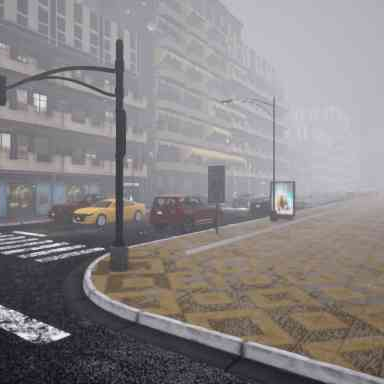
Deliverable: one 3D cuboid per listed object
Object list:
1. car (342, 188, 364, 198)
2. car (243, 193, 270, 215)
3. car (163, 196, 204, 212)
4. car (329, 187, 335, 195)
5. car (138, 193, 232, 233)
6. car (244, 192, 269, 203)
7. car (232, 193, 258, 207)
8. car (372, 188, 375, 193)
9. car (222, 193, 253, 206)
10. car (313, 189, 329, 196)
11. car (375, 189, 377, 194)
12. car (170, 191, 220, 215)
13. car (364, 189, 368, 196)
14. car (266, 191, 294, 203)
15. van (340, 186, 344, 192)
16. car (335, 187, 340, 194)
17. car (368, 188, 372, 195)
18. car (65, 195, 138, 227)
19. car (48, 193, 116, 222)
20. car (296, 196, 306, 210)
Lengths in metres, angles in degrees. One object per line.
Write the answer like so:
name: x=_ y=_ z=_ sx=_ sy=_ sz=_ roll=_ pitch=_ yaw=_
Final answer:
car: x=28.403 y=0.308 z=58.668 sx=1.887 sy=1.381 sz=4.507 roll=1 pitch=2 yaw=35
car: x=6.178 y=1.069 z=26.827 sx=1.947 sy=1.339 sz=4.313 roll=1 pitch=2 yaw=35
car: x=-0.730 y=1.069 z=31.572 sx=1.802 sy=1.307 sz=4.206 roll=2 pitch=2 yaw=35
car: x=31.012 y=-0.027 z=77.048 sx=1.887 sy=1.381 sz=4.507 roll=2 pitch=2 yaw=35
car: x=-0.170 y=1.026 z=17.724 sx=2.192 sy=1.841 sz=5.009 roll=1 pitch=2 yaw=35
car: x=8.792 y=0.754 z=45.214 sx=1.802 sy=1.307 sz=4.206 roll=2 pitch=2 yaw=35
car: x=6.080 y=0.842 z=36.812 sx=1.837 sy=1.490 sz=4.892 roll=0 pitch=1 yaw=35
car: x=37.928 y=-0.012 z=72.314 sx=1.887 sy=1.381 sz=4.507 roll=1 pitch=2 yaw=35
car: x=5.619 y=0.828 z=40.667 sx=2.008 sy=1.369 sz=4.403 roll=2 pitch=2 yaw=35
car: x=27.838 y=-0.025 z=72.497 sx=1.967 sy=1.590 sz=4.097 roll=2 pitch=2 yaw=35
car: x=44.277 y=-0.221 z=81.411 sx=2.008 sy=1.369 sz=4.403 roll=1 pitch=2 yaw=35
car: x=0.340 y=0.878 z=28.601 sx=2.097 sy=1.767 sz=4.553 roll=0 pitch=1 yaw=35
car: x=31.578 y=0.098 z=63.213 sx=1.967 sy=1.590 sz=4.097 roll=1 pitch=2 yaw=35
car: x=12.084 y=0.631 z=45.338 sx=2.128 sy=1.511 sz=4.902 roll=0 pitch=1 yaw=35
van: x=37.362 y=-0.446 z=86.137 sx=1.690 sy=1.788 sz=3.998 roll=2 pitch=2 yaw=35
car: x=34.187 y=-0.240 z=81.593 sx=1.967 sy=1.590 sz=4.097 roll=2 pitch=2 yaw=35
car: x=34.753 y=0.095 z=67.765 sx=1.887 sy=1.381 sz=4.507 roll=1 pitch=2 yaw=35
car: x=-5.045 y=1.180 z=20.880 sx=1.882 sy=1.535 sz=5.008 roll=0 pitch=1 yaw=34
car: x=-7.076 y=1.010 z=22.469 sx=2.192 sy=1.841 sz=5.009 roll=1 pitch=2 yaw=35
car: x=9.353 y=0.965 z=31.376 sx=1.947 sy=1.339 sz=4.313 roll=1 pitch=2 yaw=35
